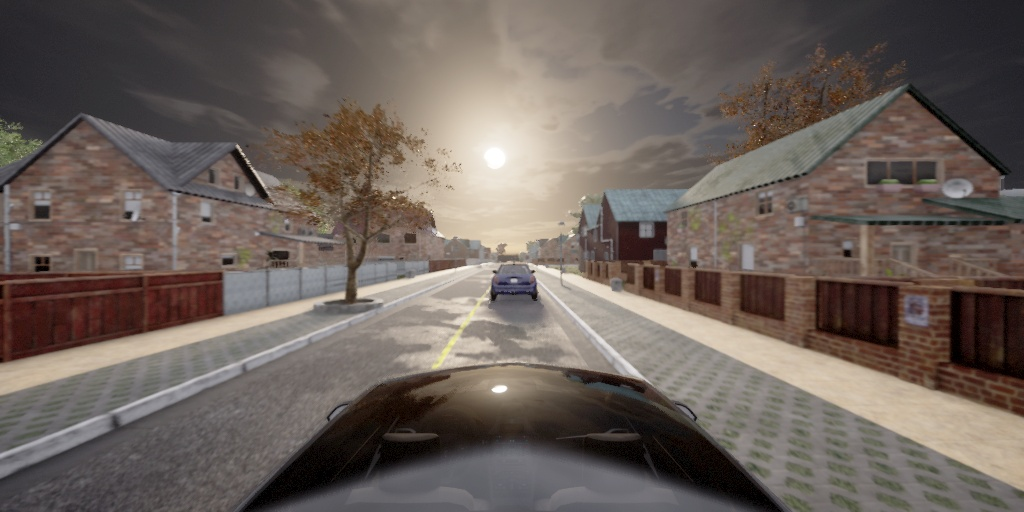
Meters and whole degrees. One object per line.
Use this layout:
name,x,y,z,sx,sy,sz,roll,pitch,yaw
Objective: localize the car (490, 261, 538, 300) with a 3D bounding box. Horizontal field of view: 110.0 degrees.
car,0.091,1.086,17.648,2.097,1.767,4.553,0,0,0
